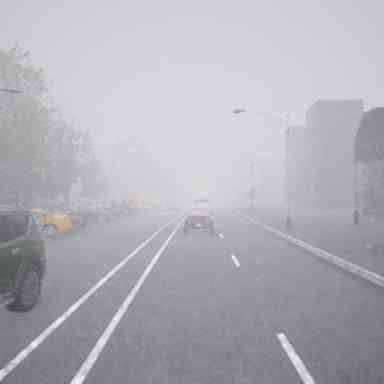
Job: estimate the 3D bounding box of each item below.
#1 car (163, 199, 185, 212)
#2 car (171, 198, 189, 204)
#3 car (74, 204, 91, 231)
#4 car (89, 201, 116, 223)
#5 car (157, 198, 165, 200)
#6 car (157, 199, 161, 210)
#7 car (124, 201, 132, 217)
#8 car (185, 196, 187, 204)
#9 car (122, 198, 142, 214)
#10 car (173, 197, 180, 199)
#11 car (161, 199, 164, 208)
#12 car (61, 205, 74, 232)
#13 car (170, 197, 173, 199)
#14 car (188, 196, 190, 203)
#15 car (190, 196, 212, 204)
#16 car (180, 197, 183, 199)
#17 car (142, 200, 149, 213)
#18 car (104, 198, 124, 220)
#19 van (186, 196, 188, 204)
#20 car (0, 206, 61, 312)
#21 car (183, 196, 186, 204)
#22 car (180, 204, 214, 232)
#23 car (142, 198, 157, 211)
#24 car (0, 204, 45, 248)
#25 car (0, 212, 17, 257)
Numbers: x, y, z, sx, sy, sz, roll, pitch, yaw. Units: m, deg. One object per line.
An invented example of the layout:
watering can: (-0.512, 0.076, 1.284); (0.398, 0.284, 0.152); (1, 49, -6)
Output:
car: (-2.595, 2.165, 48.139); (1.994, 1.385, 4.181); (0, -1, 4)
car: (-3.406, 2.647, 95.033); (5.008, 1.535, 2.097); (-1, -1, -14)
car: (-9.125, 1.752, 21.090); (4.792, 1.488, 2.163); (-1, -1, -18)
car: (-8.966, 1.798, 27.023); (4.892, 1.521, 2.231); (-1, -1, -18)
car: (-7.246, 2.260, 56.633); (4.674, 1.452, 2.002); (-1, -1, -16)
car: (-7.684, 2.171, 50.747); (4.674, 1.452, 2.002); (-1, -1, -16)
car: (-8.714, 1.915, 32.959); (4.674, 1.452, 2.002); (-1, -1, -18)
car: (-4.410, 2.604, 86.187); (4.792, 1.488, 2.163); (-1, 0, -14)
car: (-8.600, 1.665, 35.915); (5.566, 2.045, 2.435); (-1, -1, -17)
car: (-5.634, 2.327, 74.396); (4.553, 1.767, 2.185); (-1, -1, -14)
car: (-7.454, 2.216, 53.692); (4.674, 1.452, 2.002); (0, -1, -16)
car: (-9.230, 1.686, 18.109); (5.008, 1.535, 2.097); (-1, 0, -19)
car: (-6.766, 2.304, 62.554); (5.008, 1.535, 2.097); (-1, -1, -15)
car: (-3.757, 2.499, 92.080); (4.553, 1.767, 2.185); (-1, -1, -14)
car: (1.258, 1.706, 40.327); (2.150, 2.045, 5.566); (0, -1, 3)
car: (-5.362, 2.488, 77.345); (4.892, 1.521, 2.231); (-1, -1, -14)
car: (-8.253, 2.040, 41.856); (4.674, 1.452, 2.002); (-1, -1, -17)
car: (-8.809, 1.710, 29.995); (4.553, 1.767, 2.185); (-1, -1, -18)
van: (-4.167, 2.376, 89.109); (4.442, 1.987, 1.878); (-1, 0, -14)
car: (-4.214, 1.273, 4.974); (2.150, 2.045, 5.566); (0, -1, 0)
car: (-4.893, 2.546, 83.208); (5.366, 1.575, 1.946); (-1, 0, -14)
car: (0.446, 1.767, 21.653); (1.812, 1.442, 4.674); (0, -1, 2)
car: (-7.898, 2.038, 44.876); (5.366, 1.575, 1.946); (-1, -1, -17)
car: (-9.275, 1.525, 15.147); (4.553, 1.767, 2.185); (-1, 0, -19)
car: (-9.371, 1.617, 12.174); (5.008, 1.535, 2.097); (-1, -1, -19)
